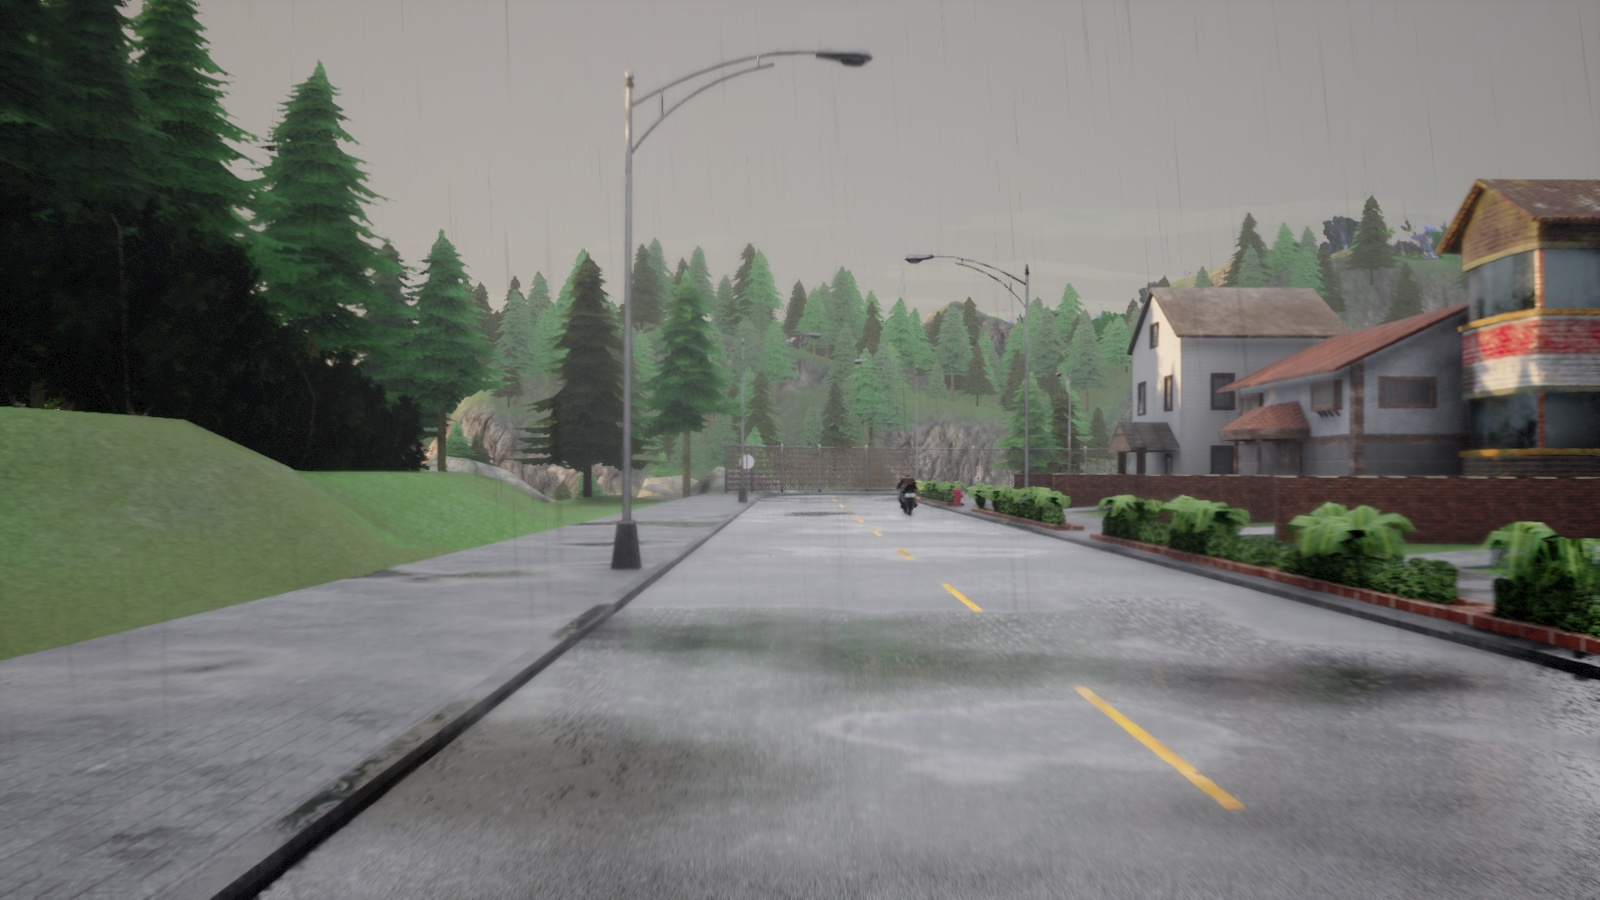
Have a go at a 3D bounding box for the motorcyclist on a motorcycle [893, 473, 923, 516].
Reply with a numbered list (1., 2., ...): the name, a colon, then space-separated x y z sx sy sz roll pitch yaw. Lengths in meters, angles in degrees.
1. motorcyclist on a motorcycle: 3.891 1.594 45.487 0.866 1.530 2.191 0 -1 0
